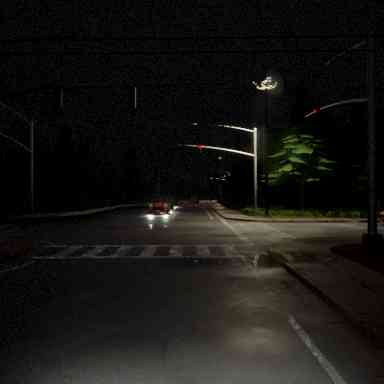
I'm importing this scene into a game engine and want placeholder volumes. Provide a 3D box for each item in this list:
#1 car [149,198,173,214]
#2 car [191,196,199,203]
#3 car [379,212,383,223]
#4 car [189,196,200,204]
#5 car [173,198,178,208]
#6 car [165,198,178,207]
[{"bbox_3d":[-3.577,1.468,37.301,2.097,1.767,4.553,0,0,0],"label":"car"},{"bbox_3d":[0.708,1.631,75.730,1.837,1.490,4.892,0,0,2],"label":"car"},{"bbox_3d":[15.165,1.484,22.084,5.008,1.535,1.882,0,0,1],"label":"car"},{"bbox_3d":[0.379,1.691,65.423,1.812,1.442,4.674,0,0,2],"label":"car"},{"bbox_3d":[-3.552,1.632,47.102,2.128,1.511,4.902,0,0,0],"label":"car"},{"bbox_3d":[-3.449,1.729,57.102,1.994,1.385,4.181,0,0,1],"label":"car"}]
